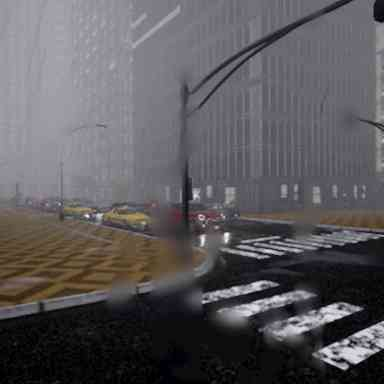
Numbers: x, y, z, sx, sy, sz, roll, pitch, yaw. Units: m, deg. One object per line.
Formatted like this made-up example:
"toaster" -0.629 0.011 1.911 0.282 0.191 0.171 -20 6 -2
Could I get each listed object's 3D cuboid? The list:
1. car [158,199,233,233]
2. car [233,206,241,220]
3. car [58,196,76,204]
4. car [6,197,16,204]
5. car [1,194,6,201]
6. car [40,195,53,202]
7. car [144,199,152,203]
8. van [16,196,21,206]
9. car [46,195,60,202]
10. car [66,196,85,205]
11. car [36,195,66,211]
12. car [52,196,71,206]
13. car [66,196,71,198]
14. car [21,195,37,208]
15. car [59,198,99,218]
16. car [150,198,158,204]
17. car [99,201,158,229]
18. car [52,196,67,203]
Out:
"car" 0.095 1.430 20.716 2.097 1.767 4.553 -1 0 -36
"car" 2.113 1.578 27.424 2.008 1.369 4.403 0 0 -36
"car" -23.894 1.509 63.480 2.008 1.369 4.403 0 0 -36
"car" -33.536 1.562 63.405 2.008 1.369 4.403 0 0 -36
"car" -46.487 1.518 81.470 1.887 1.381 4.507 0 0 -36
"car" -33.706 1.455 77.167 1.752 1.417 4.829 0 0 -36
"car" -5.658 1.568 28.747 1.837 1.490 4.892 -1 0 -36
"van" -27.062 1.371 54.371 1.690 1.788 3.998 0 0 -36
"car" -30.370 1.380 72.512 1.967 1.590 4.097 0 0 -36
"car" -20.656 1.512 58.963 1.887 1.381 4.507 0 0 -36
"car" -17.348 1.497 40.822 1.967 1.590 4.097 0 0 -36
"car" -22.704 1.464 57.601 1.882 1.535 5.008 -1 0 -35
"car" -16.671 1.508 49.172 1.837 1.490 4.892 -1 0 -36
"car" -23.824 1.479 49.855 1.967 1.590 4.097 0 0 -36
"car" -10.822 1.601 31.619 1.752 1.417 4.829 0 0 -36
"car" -4.422 1.451 36.416 1.967 1.590 4.097 0 0 -36
"car" -4.403 1.618 22.544 1.752 1.417 4.829 0 0 -36
"car" -27.132 1.531 67.996 1.802 1.307 4.206 0 0 -36
